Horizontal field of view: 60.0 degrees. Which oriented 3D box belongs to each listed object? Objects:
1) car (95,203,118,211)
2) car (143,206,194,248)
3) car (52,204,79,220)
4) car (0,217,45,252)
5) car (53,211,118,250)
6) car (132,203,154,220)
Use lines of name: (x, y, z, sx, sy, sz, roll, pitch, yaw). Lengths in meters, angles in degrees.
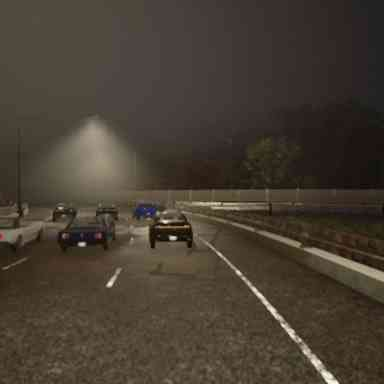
car: (-7.852, 1.781, 30.583, 2.128, 1.511, 4.902, 0, 0, -16)
car: (-1.097, 1.640, 15.658, 2.128, 1.511, 4.902, 0, 0, -8)
car: (-11.216, 1.773, 29.616, 2.128, 1.511, 4.902, 0, 0, -16)
car: (-8.003, 1.740, 14.533, 1.895, 1.301, 4.718, 0, 0, -8)
car: (-4.535, 1.743, 15.006, 1.895, 1.301, 4.718, 0, 0, -8)
car: (-4.537, 1.776, 31.700, 1.882, 1.535, 5.008, 0, 0, -17)
